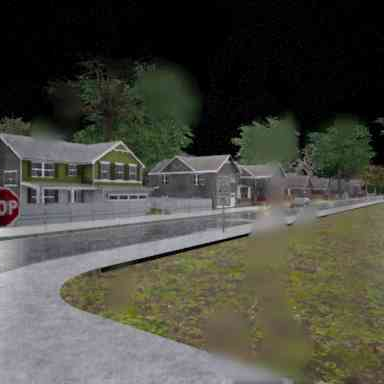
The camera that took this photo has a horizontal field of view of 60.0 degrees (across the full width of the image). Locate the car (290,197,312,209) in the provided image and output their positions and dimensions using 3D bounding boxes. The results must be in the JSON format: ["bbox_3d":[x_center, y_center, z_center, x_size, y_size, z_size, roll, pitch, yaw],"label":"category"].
[{"bbox_3d":[15.128,1.474,46.069,1.837,1.490,4.892,0,0,35],"label":"car"}]
